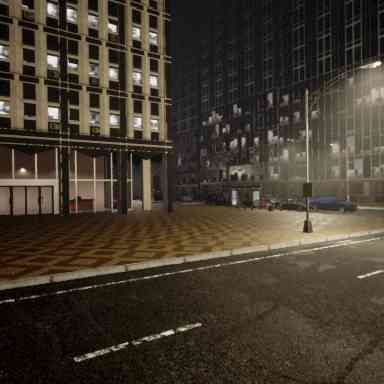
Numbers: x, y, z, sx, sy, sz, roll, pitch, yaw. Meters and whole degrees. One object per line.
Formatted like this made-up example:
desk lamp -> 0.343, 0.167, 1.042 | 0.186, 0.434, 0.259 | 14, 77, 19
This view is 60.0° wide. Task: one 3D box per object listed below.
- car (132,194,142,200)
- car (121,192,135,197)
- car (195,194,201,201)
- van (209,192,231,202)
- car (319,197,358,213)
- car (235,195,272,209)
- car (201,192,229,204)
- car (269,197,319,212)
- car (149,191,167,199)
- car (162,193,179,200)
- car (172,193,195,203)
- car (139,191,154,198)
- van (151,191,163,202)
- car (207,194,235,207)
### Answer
car -> -11.682, 1.039, 68.147 | 2.008, 1.369, 4.403 | 0, 1, -35
car -> -17.677, 0.688, 91.621 | 2.008, 1.369, 4.403 | 0, 1, -35
car -> 1.669, 1.043, 63.539 | 1.802, 1.307, 4.206 | 0, 1, -35
van -> 4.892, 0.855, 58.855 | 1.690, 1.788, 3.998 | 0, 1, -35
car -> 14.577, 1.317, 34.577 | 1.882, 1.535, 5.008 | -1, 1, -35
car -> 7.571, 1.388, 40.003 | 1.802, 1.307, 4.206 | 0, 1, -35
car -> 3.877, 1.020, 50.124 | 2.097, 1.767, 4.553 | -1, 1, -34
car -> 10.781, 1.424, 35.310 | 1.947, 1.339, 4.313 | 0, 1, -35
car -> -8.004, 0.615, 77.578 | 2.192, 1.841, 5.009 | 0, 1, -35
car -> -4.780, 0.936, 72.900 | 1.802, 1.307, 4.206 | 0, 1, -35
car -> -1.924, 1.098, 58.629 | 1.812, 1.442, 4.674 | -1, 1, -34
car -> -11.229, 0.686, 82.259 | 1.967, 1.590, 4.097 | 0, 1, -35
van -> -5.233, 0.937, 58.784 | 1.690, 1.788, 3.998 | 0, 1, -35
car -> 4.395, 1.319, 44.716 | 1.947, 1.339, 4.313 | 0, 1, -35
